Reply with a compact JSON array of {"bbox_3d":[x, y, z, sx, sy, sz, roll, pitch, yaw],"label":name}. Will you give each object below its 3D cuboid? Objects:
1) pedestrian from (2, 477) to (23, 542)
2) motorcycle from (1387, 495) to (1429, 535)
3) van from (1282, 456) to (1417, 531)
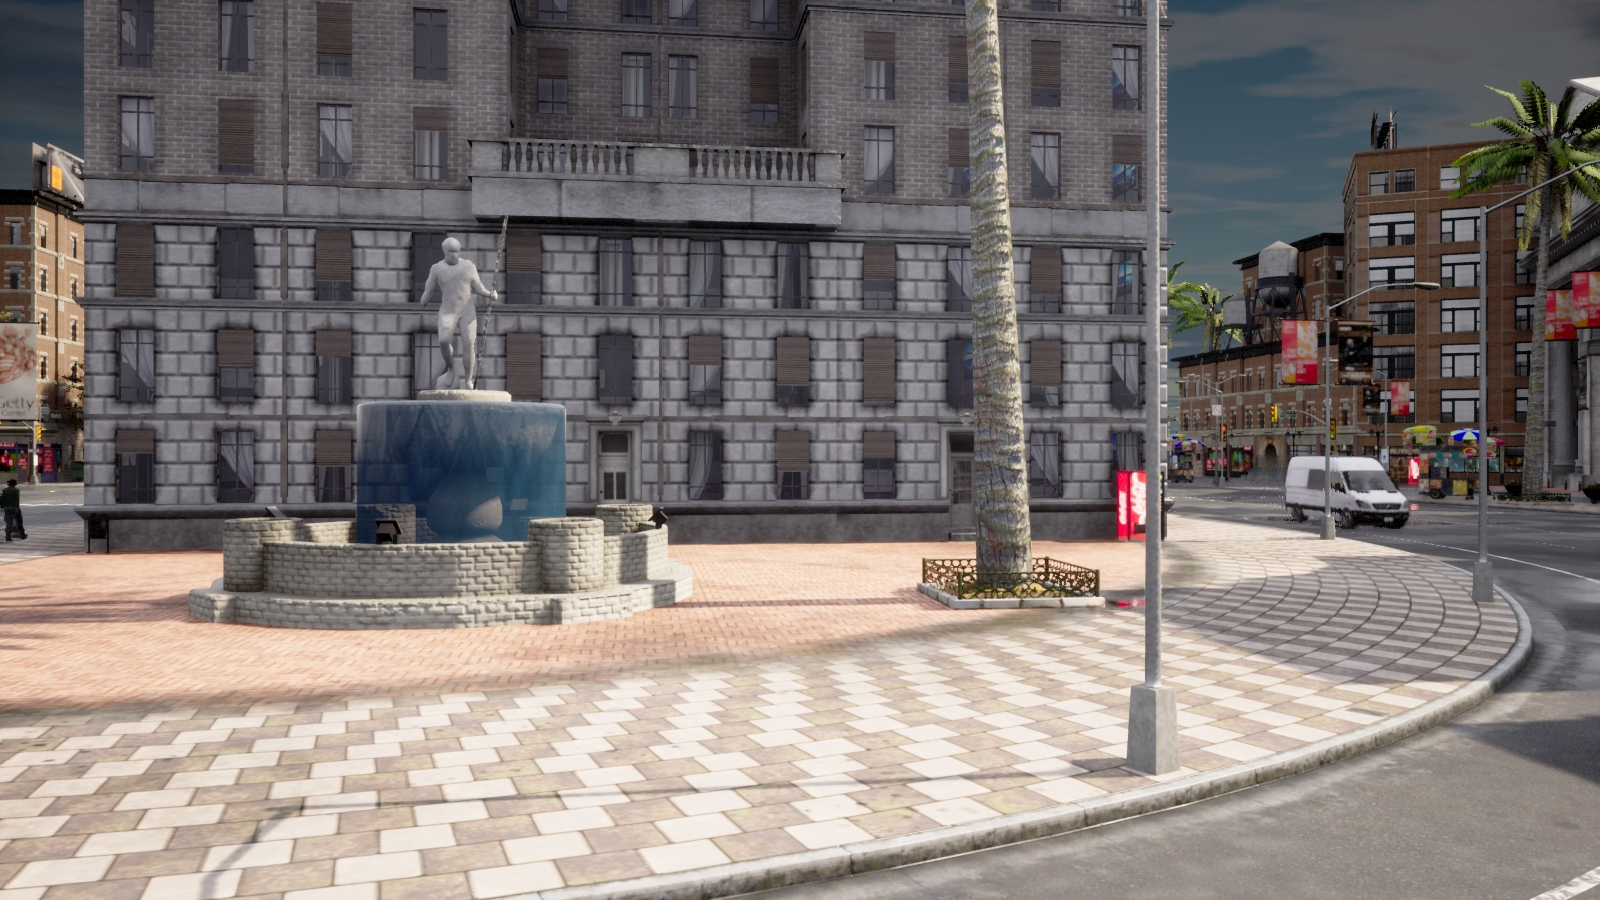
[{"bbox_3d":[-22.585,1.697,32.774,0.375,1.860,0.375,0,0,-6],"label":"pedestrian"},{"bbox_3d":[20.402,2.182,38.367,0.856,1.236,1.805,-1,0,15],"label":"motorcycle"},{"bbox_3d":[20.294,1.534,42.529,1.988,2.561,5.915,0,0,-2],"label":"van"}]
